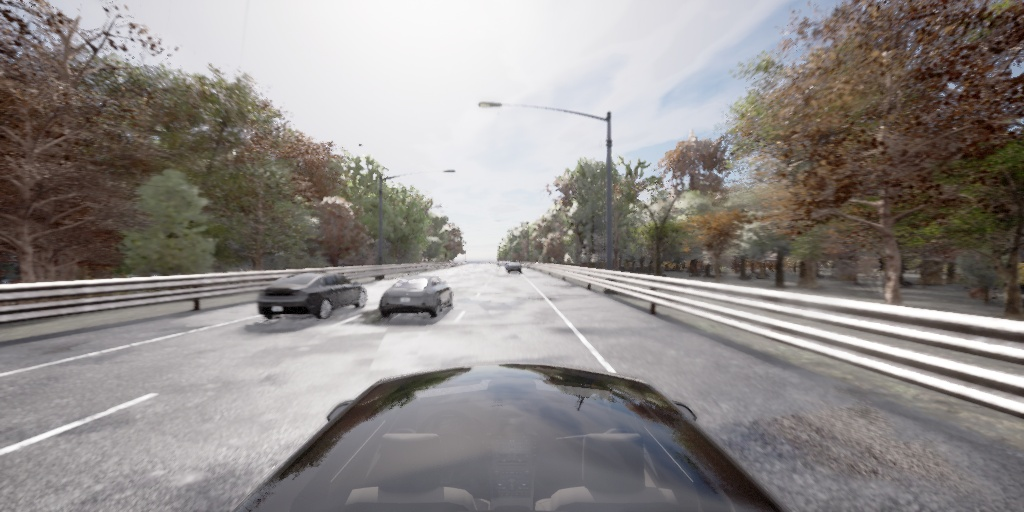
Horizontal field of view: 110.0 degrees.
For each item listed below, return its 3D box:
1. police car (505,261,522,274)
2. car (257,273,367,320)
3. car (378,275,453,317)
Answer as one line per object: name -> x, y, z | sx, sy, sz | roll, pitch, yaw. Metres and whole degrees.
police car -> 0.341, 1.546, 49.341 | 1.930, 1.638, 5.238 | 0, -1, -2
car -> -6.942, 1.340, 13.019 | 1.837, 1.490, 4.892 | 0, 0, 0
car -> -3.447, 1.398, 13.552 | 1.994, 1.385, 4.181 | 0, 0, 0
